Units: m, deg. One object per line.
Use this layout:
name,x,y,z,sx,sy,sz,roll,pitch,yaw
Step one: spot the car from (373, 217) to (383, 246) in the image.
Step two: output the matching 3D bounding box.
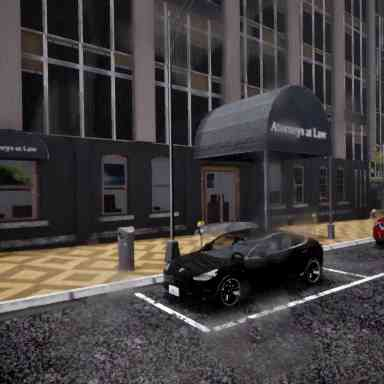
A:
car,9.650,1.310,14.066,5.009,1.841,2.192,0,-1,-37

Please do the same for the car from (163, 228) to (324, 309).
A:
car,1.380,1.564,7.856,4.313,1.339,1.947,0,-1,-37
